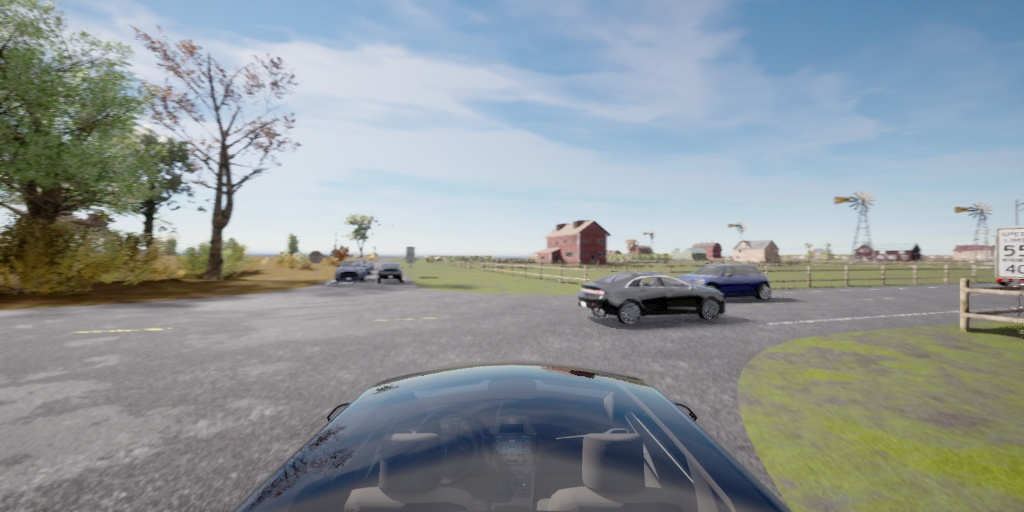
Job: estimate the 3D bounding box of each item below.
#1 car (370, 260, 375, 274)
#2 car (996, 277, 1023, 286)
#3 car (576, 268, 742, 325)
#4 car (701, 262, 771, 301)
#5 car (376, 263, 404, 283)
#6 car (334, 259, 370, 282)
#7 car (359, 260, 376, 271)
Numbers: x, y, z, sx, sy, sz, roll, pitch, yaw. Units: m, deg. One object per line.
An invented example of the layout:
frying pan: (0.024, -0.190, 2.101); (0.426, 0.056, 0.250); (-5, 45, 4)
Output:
car: (-16.712, 1.144, 39.702); (2.097, 1.767, 4.553); (1, 0, -19)
car: (36.718, 1.130, 24.932); (5.566, 2.045, 2.150); (0, 0, -16)
car: (4.507, 1.274, 11.611); (4.902, 1.511, 2.128); (0, 0, -16)
car: (9.753, 1.159, 16.973); (4.553, 1.767, 2.097); (0, 0, -16)
car: (-9.879, 1.304, 29.058); (1.837, 1.490, 4.892); (0, 0, -20)
car: (-13.010, 1.120, 29.088); (2.097, 1.767, 4.553); (1, 0, -19)
car: (-21.262, 1.316, 52.952); (2.128, 1.511, 4.902); (1, 0, -19)
